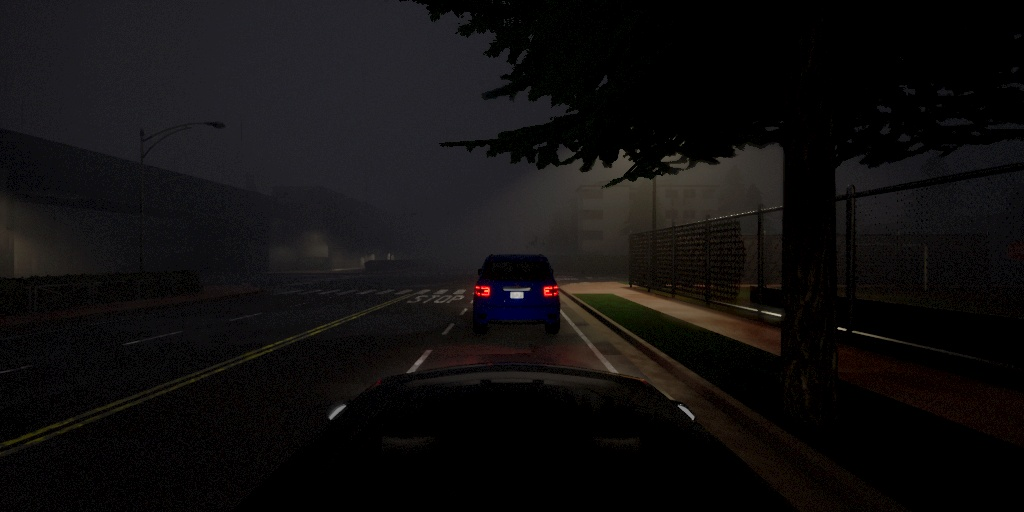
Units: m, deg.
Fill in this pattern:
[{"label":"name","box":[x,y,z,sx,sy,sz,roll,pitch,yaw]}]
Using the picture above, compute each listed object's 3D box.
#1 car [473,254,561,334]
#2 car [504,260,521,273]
[{"label":"car","box":[0.115,0.972,10.738,2.150,2.045,5.566,0,0,0]},{"label":"car","box":[0.025,1.242,45.614,2.128,1.511,4.902,0,0,0]}]
